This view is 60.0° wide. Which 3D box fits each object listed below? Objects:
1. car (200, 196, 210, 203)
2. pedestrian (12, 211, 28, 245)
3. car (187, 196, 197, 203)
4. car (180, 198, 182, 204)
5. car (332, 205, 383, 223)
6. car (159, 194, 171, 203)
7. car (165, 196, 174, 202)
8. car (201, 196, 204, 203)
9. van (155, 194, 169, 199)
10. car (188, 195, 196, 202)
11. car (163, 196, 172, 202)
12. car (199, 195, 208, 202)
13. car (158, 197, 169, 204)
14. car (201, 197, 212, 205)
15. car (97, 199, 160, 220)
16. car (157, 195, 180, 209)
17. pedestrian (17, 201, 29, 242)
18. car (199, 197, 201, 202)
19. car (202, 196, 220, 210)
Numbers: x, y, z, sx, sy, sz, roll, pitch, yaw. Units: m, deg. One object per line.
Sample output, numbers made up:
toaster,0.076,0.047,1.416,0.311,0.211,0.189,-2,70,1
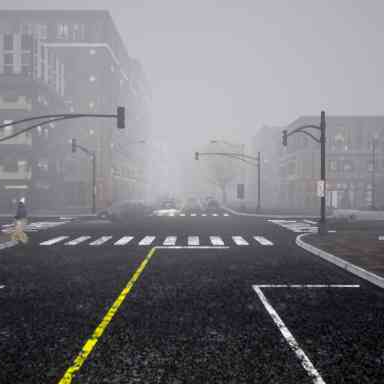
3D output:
car,2.683,1.630,71.963,2.008,1.369,4.403,0,0,0
pedestrian,-7.254,1.573,13.940,0.375,1.300,0.375,0,0,0
car,-0.005,1.622,70.661,1.994,1.385,4.181,0,0,0
car,-3.052,1.556,64.804,2.128,1.511,4.902,0,0,0
car,13.470,1.667,25.768,4.718,1.301,1.895,0,0,0
car,-5.698,1.394,71.965,2.192,1.841,5.009,0,0,0
car,-5.698,1.659,83.357,2.008,1.369,4.403,0,0,0
car,2.686,1.476,49.176,1.967,1.590,4.097,0,0,0
van,-5.697,1.396,60.571,1.690,1.788,3.998,0,0,0
car,-0.006,1.553,80.669,2.033,1.411,5.357,0,0,0
car,-5.698,1.659,77.661,1.947,1.339,4.313,0,0,0
car,2.682,1.533,77.660,1.967,1.590,4.097,0,0,0
car,-5.697,1.648,66.267,1.802,1.307,4.206,0,0,0
car,2.684,1.637,60.570,1.802,1.307,4.206,0,0,0
car,-5.487,1.555,28.561,2.033,1.411,5.357,0,0,35
car,-3.102,1.522,45.487,2.128,1.511,4.902,0,0,0
pedestrian,-7.433,1.293,14.575,0.375,1.860,0.375,0,0,0
car,2.685,1.485,54.873,1.967,1.590,4.097,0,0,0
car,2.686,1.578,43.479,2.008,1.369,4.403,0,0,0
